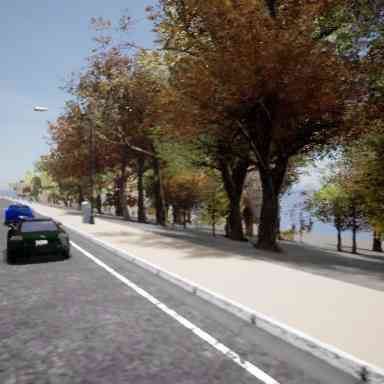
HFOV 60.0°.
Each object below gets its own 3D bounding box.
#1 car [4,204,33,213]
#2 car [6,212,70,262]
[{"bbox_3d":[-13.831,1.717,26.637,1.882,1.535,5.008,0,0,-29],"label":"car"},{"bbox_3d":[-6.035,1.675,12.926,1.994,1.385,4.181,0,0,-29],"label":"car"}]
